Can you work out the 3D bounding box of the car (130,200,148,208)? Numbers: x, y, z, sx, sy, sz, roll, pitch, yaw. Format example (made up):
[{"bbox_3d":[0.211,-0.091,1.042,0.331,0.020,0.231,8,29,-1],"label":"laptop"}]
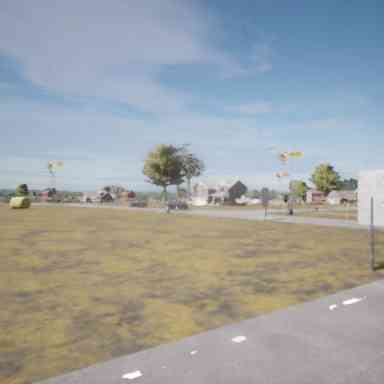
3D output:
[{"bbox_3d":[-10.015,2.236,62.261,2.128,1.511,4.902,0,-1,-36],"label":"car"}]

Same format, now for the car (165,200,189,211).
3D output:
[{"bbox_3d":[-2.407,2.074,51.690,1.837,1.490,4.892,0,0,-35],"label":"car"}]
